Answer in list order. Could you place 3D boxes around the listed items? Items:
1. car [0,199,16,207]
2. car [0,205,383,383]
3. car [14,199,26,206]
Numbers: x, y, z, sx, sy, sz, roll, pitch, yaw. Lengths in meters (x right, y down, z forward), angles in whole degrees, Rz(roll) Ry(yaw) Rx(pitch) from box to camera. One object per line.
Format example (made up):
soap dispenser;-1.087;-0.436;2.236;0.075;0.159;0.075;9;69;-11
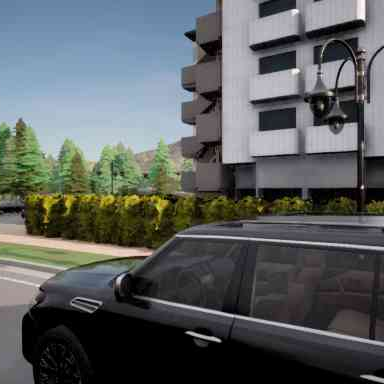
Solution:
car;-18.192;1.491;33.490;2.128;1.511;4.902;0;0;33
car;0.743;1.221;3.139;5.566;2.045;2.150;0;0;34
car;-10.529;1.491;25.631;2.128;1.511;4.902;0;0;33
